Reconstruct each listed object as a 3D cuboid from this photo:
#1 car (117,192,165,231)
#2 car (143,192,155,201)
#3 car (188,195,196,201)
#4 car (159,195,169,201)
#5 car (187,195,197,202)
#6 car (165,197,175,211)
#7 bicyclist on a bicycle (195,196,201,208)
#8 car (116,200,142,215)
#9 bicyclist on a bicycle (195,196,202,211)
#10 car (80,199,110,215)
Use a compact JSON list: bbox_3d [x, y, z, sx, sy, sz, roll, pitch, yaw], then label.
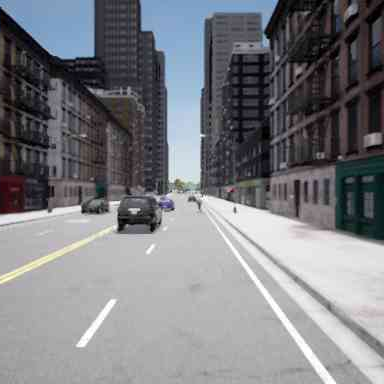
[{"bbox_3d":[-3.148,1.220,20.742,2.150,2.045,5.566,0,0,0],"label":"car"},{"bbox_3d":[-9.744,1.001,75.838,2.150,2.045,5.566,0,0,0],"label":"car"},{"bbox_3d":[0.007,1.543,86.829,2.033,1.411,5.357,0,0,0],"label":"car"},{"bbox_3d":[-6.494,1.334,77.261,2.033,1.411,5.357,0,0,0],"label":"car"},{"bbox_3d":[0.006,1.507,75.244,1.837,1.490,4.892,0,0,0],"label":"car"},{"bbox_3d":[-3.146,1.526,41.292,1.812,1.442,4.674,0,0,0],"label":"car"},{"bbox_3d":[0.895,1.438,47.768,0.866,1.612,1.509,0,0,0],"label":"bicyclist on a bicycle"},{"bbox_3d":[-6.579,1.564,35.157,1.994,1.385,4.181,0,0,0],"label":"car"},{"bbox_3d":[0.897,1.452,37.032,0.582,1.620,1.656,0,0,0],"label":"bicyclist on a bicycle"},{"bbox_3d":[-9.834,1.477,34.047,1.882,1.535,5.008,0,0,0],"label":"car"}]
